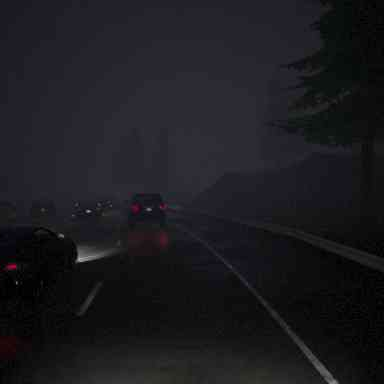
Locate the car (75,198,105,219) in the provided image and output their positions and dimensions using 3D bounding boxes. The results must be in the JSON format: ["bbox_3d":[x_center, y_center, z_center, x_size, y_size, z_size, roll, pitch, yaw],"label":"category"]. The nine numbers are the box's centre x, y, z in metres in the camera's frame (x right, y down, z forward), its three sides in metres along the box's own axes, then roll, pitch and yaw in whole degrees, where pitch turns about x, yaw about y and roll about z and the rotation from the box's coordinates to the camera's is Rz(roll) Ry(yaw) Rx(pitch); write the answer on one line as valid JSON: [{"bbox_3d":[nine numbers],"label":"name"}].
[{"bbox_3d":[-8.268,1.403,26.494,1.994,1.385,4.181,0,0,-18],"label":"car"}]

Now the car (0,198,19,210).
[{"bbox_3d":[-19.287,1.337,34.748,1.812,1.442,4.674,0,0,-26],"label":"car"}]

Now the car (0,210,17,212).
[{"bbox_3d":[-8.106,1.541,11.715,1.895,1.301,4.718,0,0,-9],"label":"car"}]

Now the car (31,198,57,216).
[{"bbox_3d":[-13.108,1.309,29.530,1.882,1.535,5.008,0,0,-21],"label":"car"}]

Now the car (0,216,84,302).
[{"bbox_3d":[-4.186,1.519,8.051,1.994,1.385,4.181,0,0,-6],"label":"car"}]

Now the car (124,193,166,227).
[{"bbox_3d":[-3.112,1.080,21.596,2.150,2.045,5.566,0,0,-14],"label":"car"}]

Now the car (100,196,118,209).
[{"bbox_3d":[-10.291,1.259,40.023,1.837,1.490,4.892,0,1,-27],"label":"car"}]
